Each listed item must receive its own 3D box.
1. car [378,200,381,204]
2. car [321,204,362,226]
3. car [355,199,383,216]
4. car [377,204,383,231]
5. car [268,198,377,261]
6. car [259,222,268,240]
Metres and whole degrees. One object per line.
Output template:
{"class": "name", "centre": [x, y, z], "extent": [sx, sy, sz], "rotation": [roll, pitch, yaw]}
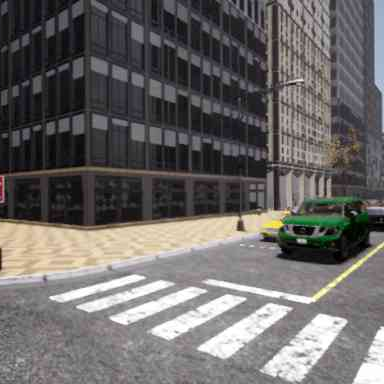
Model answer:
{"class": "car", "centre": [17.922, 1.541, 29.362], "extent": [2.128, 1.511, 4.902], "rotation": [-1, 0, 38]}
{"class": "car", "centre": [11.177, 1.648, 24.677], "extent": [1.802, 1.307, 4.206], "rotation": [-1, 0, 38]}
{"class": "car", "centre": [17.973, 1.511, 33.488], "extent": [1.967, 1.590, 4.097], "rotation": [-1, 0, 38]}
{"class": "car", "centre": [11.549, 1.646, 21.116], "extent": [1.895, 1.301, 4.718], "rotation": [-1, 0, 38]}
{"class": "car", "centre": [5.340, 1.263, 13.041], "extent": [2.150, 2.045, 5.566], "rotation": [-1, 0, 39]}
{"class": "car", "centre": [5.060, 1.589, 16.961], "extent": [1.752, 1.417, 4.829], "rotation": [-1, 0, 38]}
